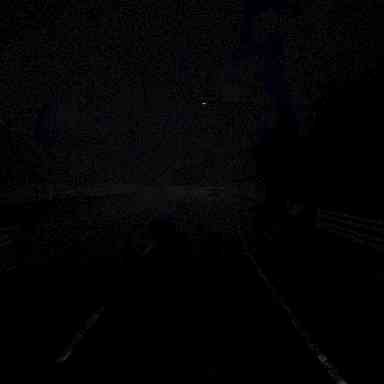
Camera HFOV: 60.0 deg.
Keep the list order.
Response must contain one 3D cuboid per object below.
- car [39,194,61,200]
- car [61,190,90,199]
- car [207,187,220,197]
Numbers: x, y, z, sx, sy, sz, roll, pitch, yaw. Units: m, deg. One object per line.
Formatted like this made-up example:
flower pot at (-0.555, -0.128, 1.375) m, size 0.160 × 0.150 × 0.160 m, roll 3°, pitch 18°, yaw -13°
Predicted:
car at (-20.230, 1.021, 47.842) m, size 1.812 × 1.442 × 4.674 m, roll 0°, pitch 1°, yaw 2°
car at (-16.712, 0.695, 48.925) m, size 2.150 × 2.045 × 5.566 m, roll 0°, pitch 1°, yaw 2°
car at (5.014, 0.105, 74.883) m, size 2.150 × 2.045 × 5.566 m, roll 0°, pitch 1°, yaw 1°
